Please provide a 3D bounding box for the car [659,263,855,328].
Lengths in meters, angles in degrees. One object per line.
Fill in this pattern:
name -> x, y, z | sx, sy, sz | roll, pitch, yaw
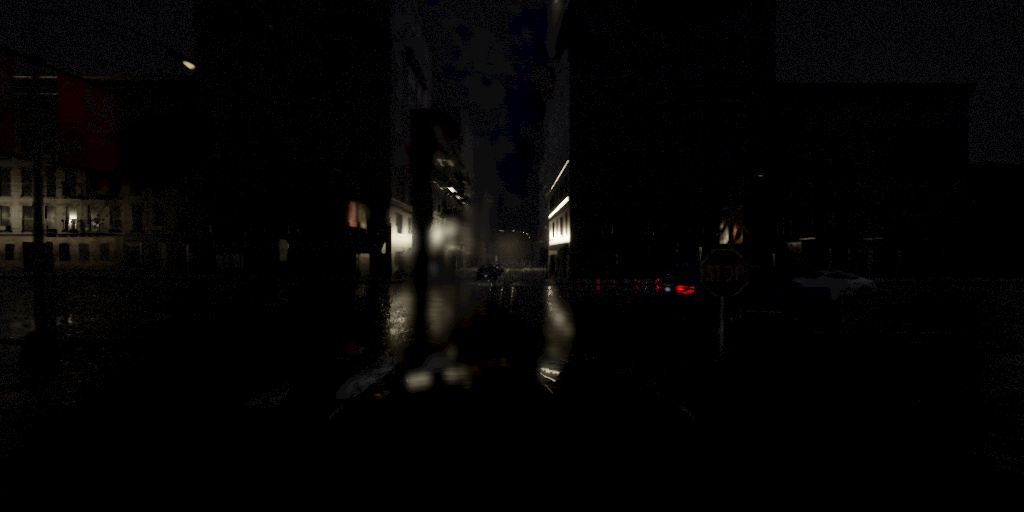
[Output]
car -> 8.114, 1.297, 12.559 | 5.566, 2.045, 2.150 | 1, 1, 0

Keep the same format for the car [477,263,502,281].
car -> -2.448, 1.661, 36.227 | 2.128, 1.511, 4.902 | 0, -1, 1

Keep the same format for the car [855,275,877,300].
car -> 16.732, 1.526, 19.201 | 4.674, 1.442, 1.812 | 0, 1, 0

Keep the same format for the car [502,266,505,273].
car -> -2.390, 1.784, 47.174 | 2.128, 1.511, 4.902 | 0, -1, 0
